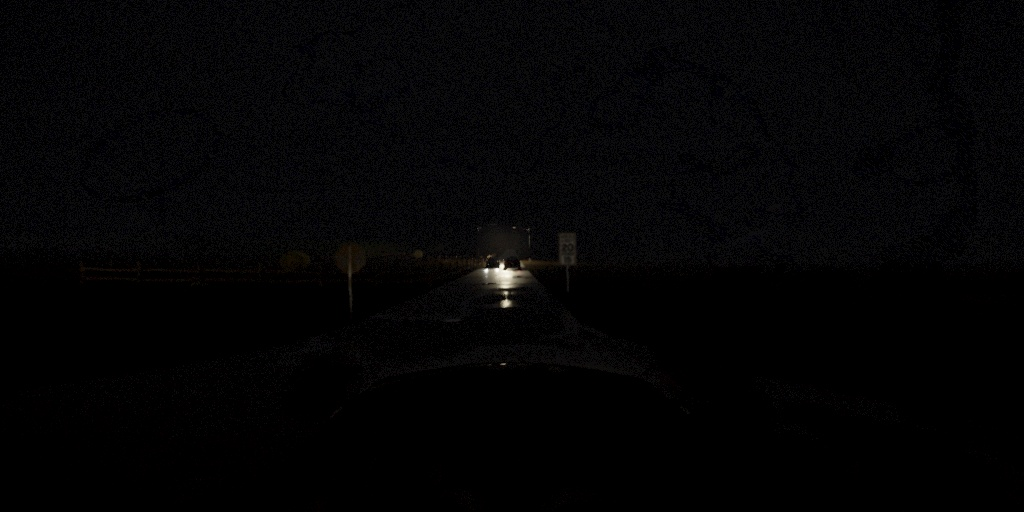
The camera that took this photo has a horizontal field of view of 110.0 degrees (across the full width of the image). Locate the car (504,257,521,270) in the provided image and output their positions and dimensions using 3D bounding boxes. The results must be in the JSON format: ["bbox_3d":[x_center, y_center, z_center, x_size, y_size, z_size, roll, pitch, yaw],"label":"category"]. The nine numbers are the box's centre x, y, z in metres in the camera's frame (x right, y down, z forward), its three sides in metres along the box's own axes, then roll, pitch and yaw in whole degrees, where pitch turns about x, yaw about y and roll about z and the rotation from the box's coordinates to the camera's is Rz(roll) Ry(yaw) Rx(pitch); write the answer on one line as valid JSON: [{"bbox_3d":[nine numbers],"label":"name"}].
[{"bbox_3d":[0.034,0.852,45.549,2.097,1.767,4.553,-1,1,0],"label":"car"}]

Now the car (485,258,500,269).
[{"bbox_3d":[-2.705,0.993,51.029,1.837,1.490,4.892,-1,1,0],"label":"car"}]
